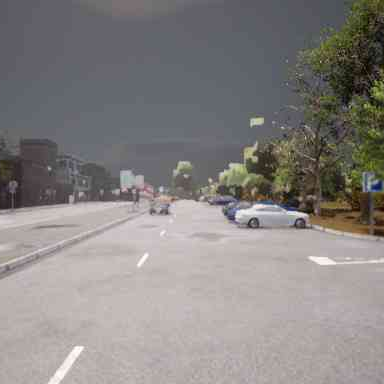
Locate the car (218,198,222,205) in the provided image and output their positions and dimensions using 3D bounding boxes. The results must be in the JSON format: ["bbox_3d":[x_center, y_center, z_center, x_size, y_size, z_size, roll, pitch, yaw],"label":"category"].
[{"bbox_3d":[5.081,1.541,30.927,4.674,1.452,2.002,0,0,0],"label":"car"}]

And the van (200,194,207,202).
[{"bbox_3d":[4.772,1.462,79.229,4.442,1.987,1.878,0,-1,0],"label":"van"}]

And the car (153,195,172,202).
[{"bbox_3d":[-7.379,1.621,82.686,4.553,1.767,2.185,0,-1,-1],"label":"car"}]

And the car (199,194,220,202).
[{"bbox_3d":[4.763,1.679,90.402,5.566,2.045,2.435,0,-2,-1],"label":"car"}]

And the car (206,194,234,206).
[{"bbox_3d":[5.114,1.397,55.263,4.553,1.767,2.185,0,0,0],"label":"car"}]

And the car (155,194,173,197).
[{"bbox_3d":[-7.569,1.691,79.765,5.366,1.575,1.946,0,-1,0],"label":"car"}]

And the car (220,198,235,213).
[{"bbox_3d":[5.079,1.500,27.651,4.892,1.521,2.231,0,0,0],"label":"car"}]

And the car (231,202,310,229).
[{"bbox_3d":[5.082,1.533,21.229,4.674,1.452,2.002,0,0,0],"label":"car"}]

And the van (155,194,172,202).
[{"bbox_3d":[-7.321,1.588,85.726,4.442,1.987,1.878,0,-1,-1],"label":"van"}]

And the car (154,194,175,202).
[{"bbox_3d":[-7.470,1.719,91.916,5.566,2.045,2.435,0,-2,-1],"label":"car"}]

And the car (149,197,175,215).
[{"bbox_3d":[-3.250,1.545,34.191,2.128,1.511,4.902,0,0,0],"label":"car"}]

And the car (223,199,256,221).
[{"bbox_3d":[5.090,1.496,24.378,5.008,1.535,2.097,0,0,0],"label":"car"}]
